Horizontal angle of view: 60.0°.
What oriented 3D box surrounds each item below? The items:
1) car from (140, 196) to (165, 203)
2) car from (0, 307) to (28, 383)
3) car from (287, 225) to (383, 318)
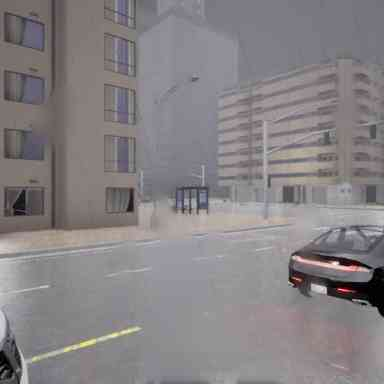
[{"bbox_3d":[-8.213,1.599,70.212,5.357,1.411,2.033,0,0,-40],"label":"car"},{"bbox_3d":[-3.755,1.221,1.367,5.566,2.045,2.150,0,0,-32],"label":"car"},{"bbox_3d":[4.120,1.492,7.380,4.902,1.511,2.128,0,0,-39],"label":"car"}]
